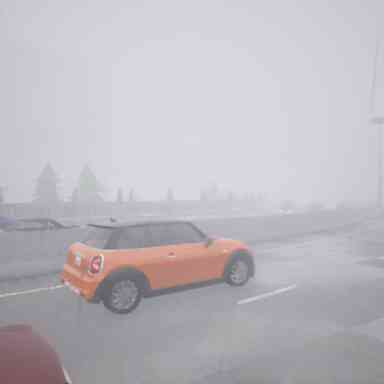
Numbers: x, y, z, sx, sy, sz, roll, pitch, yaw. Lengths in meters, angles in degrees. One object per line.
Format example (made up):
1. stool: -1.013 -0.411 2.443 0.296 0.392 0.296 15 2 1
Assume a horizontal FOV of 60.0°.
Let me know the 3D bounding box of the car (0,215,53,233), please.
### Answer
1. car: -6.325 1.663 12.522 4.718 1.301 1.895 0 0 -38

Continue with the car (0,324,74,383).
1. car: -3.045 1.606 1.695 4.718 1.301 1.895 0 0 -35

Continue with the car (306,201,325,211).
1. car: 16.740 1.900 44.938 1.895 1.301 4.718 0 0 28

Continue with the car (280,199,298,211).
1. car: 13.700 1.808 46.754 1.837 1.490 4.892 0 0 28

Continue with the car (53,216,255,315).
1. car: -0.586 1.398 7.936 4.553 1.767 2.097 0 0 -37

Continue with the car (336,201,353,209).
1. car: 21.036 1.877 45.697 1.994 1.385 4.181 0 0 26
